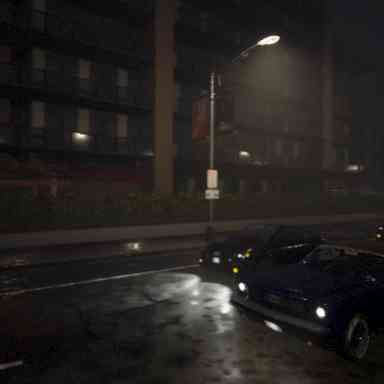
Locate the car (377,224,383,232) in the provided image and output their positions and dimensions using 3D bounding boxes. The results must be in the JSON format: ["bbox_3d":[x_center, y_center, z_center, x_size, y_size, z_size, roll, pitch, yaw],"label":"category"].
[{"bbox_3d":[10.614,1.725,15.866,4.181,1.385,1.994,1,0,-36],"label":"car"}]

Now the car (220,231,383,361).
[{"bbox_3d":[2.978,1.654,6.107,4.718,1.301,1.895,1,0,-35],"label":"car"}]

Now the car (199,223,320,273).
[{"bbox_3d":[2.277,1.632,9.906,4.181,1.385,1.994,1,0,-35],"label":"car"}]
